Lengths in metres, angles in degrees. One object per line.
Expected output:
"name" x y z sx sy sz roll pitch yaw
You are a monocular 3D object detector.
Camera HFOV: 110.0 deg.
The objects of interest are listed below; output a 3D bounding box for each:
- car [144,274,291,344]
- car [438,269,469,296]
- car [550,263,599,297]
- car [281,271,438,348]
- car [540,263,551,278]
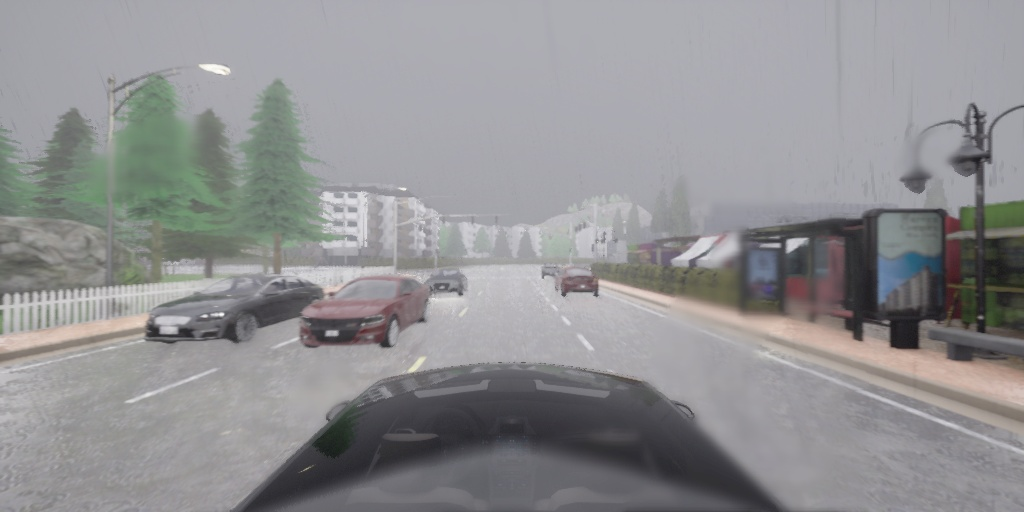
"car" -7.024 1.276 9.796 2.128 1.511 4.902 0 0 0
"car" -3.579 1.416 20.176 1.994 1.385 4.181 0 0 -1
"car" 3.489 1.345 20.041 1.882 1.535 5.008 0 0 0
"car" -3.526 1.267 9.531 1.882 1.535 5.008 0 -1 0
"car" 3.929 1.457 36.302 2.128 1.511 4.902 0 0 6
